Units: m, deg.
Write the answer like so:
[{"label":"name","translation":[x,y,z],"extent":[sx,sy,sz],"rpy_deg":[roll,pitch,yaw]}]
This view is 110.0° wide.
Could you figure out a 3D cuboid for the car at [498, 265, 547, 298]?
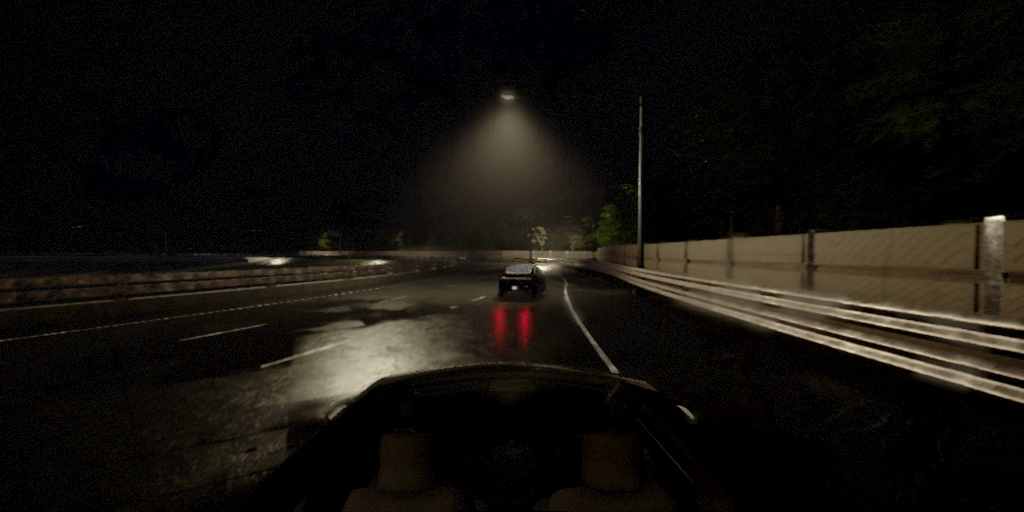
[{"label":"car","translation":[0.624,1.194,18.147],"extent":[2.128,1.511,4.902],"rpy_deg":[1,0,12]}]
